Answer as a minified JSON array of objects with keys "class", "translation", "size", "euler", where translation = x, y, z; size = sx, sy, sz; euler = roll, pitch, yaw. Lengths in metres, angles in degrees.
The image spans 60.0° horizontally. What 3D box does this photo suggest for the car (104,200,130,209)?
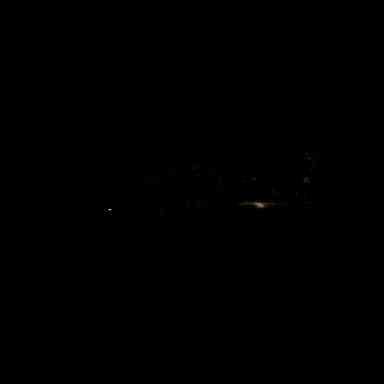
[{"class":"car","translation":[-12.570,2.083,56.051],"size":[1.837,1.490,4.892],"euler":[-1,-1,36]}]
